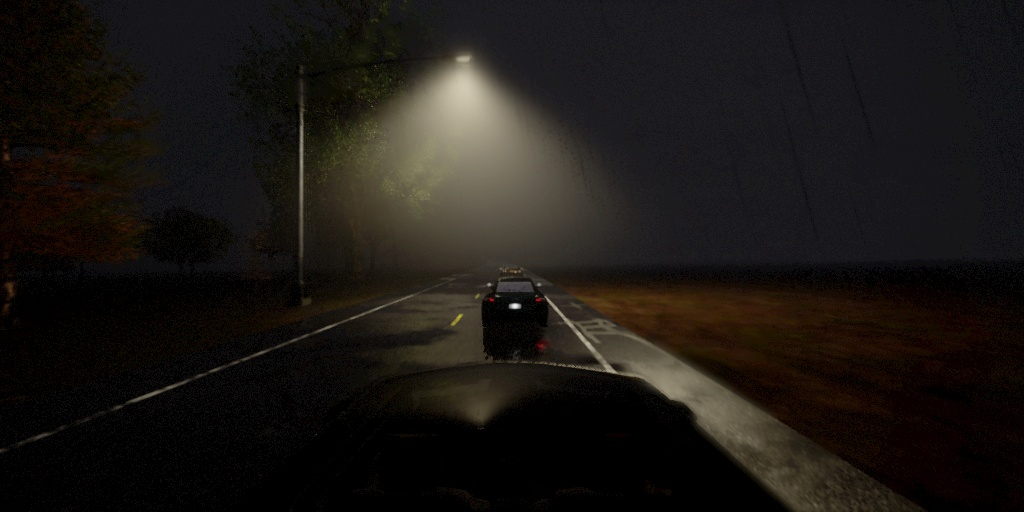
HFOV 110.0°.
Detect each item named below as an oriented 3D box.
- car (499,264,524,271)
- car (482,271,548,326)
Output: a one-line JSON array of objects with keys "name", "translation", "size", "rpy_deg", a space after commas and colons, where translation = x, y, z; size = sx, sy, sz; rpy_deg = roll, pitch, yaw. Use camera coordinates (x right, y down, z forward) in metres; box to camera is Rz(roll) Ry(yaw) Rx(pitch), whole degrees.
[{"name": "car", "translation": [-0.044, 1.402, 30.137], "size": [2.128, 1.511, 4.902], "rpy_deg": [0, 0, -1]}, {"name": "car", "translation": [0.079, 1.371, 11.935], "size": [1.994, 1.385, 4.181], "rpy_deg": [0, 0, 0]}]
